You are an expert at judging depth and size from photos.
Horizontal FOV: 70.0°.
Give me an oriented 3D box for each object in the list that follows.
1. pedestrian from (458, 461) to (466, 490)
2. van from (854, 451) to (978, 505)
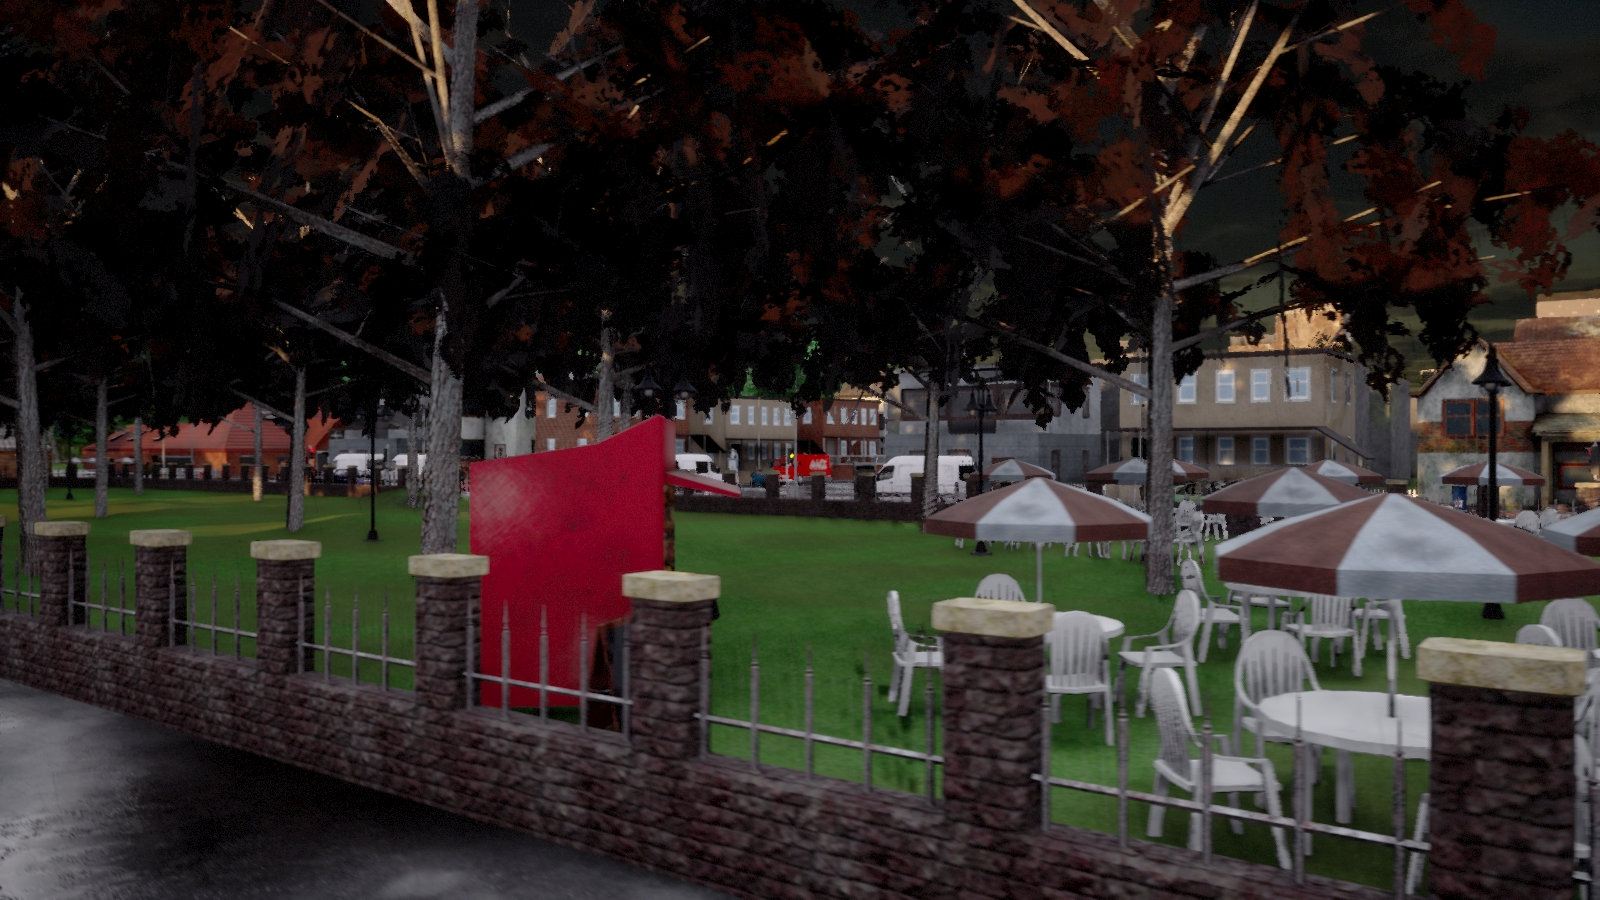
[{"bbox_3d":[-21.734,1.635,73.490,0.375,1.860,0.375,0,0,44],"label":"pedestrian"},{"bbox_3d":[5.690,1.325,56.536,5.915,2.561,1.988,0,0,36],"label":"van"}]
